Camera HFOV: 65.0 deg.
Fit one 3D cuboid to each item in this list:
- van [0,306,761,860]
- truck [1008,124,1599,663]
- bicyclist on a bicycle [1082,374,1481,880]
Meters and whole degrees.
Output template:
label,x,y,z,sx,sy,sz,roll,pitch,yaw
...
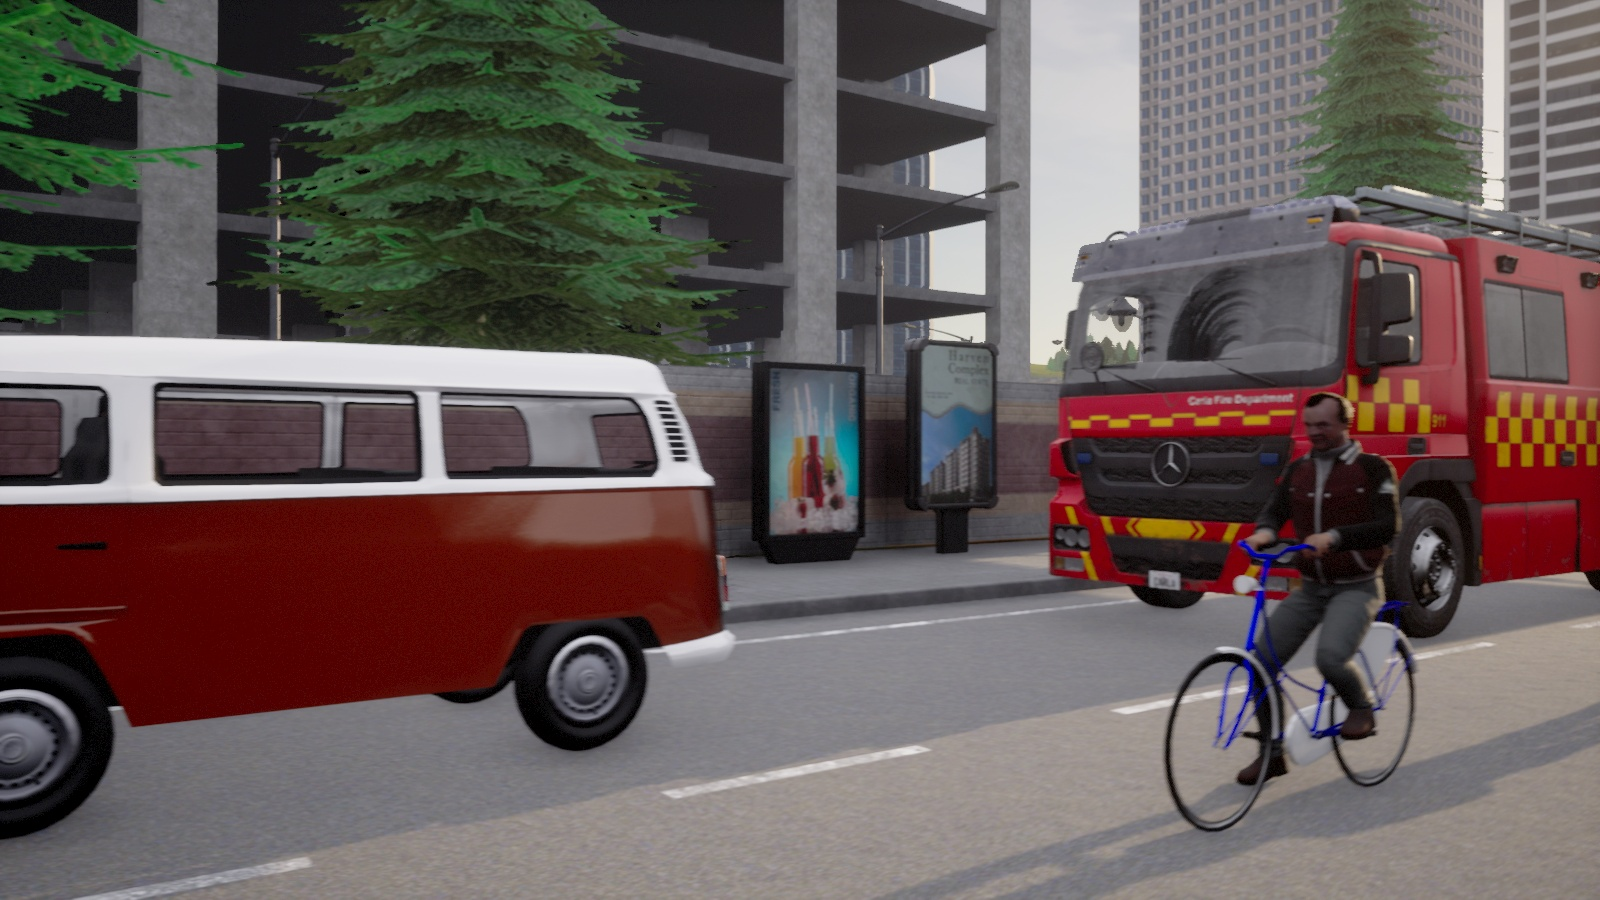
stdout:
label,x,y,z,sx,sy,sz,roll,pitch,yaw
van,-2.624,0.491,6.132,4.480,2.038,2.069,0,0,-36
truck,6.135,-0.400,12.591,8.468,3.827,2.891,0,0,-36
bicyclist on a bicycle,2.046,0.625,5.225,1.843,1.776,0.659,0,0,-36
